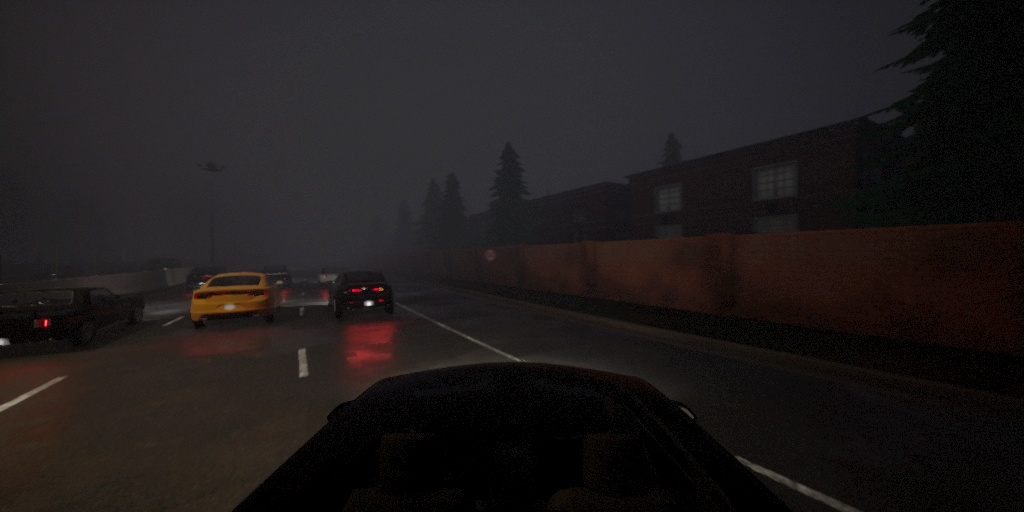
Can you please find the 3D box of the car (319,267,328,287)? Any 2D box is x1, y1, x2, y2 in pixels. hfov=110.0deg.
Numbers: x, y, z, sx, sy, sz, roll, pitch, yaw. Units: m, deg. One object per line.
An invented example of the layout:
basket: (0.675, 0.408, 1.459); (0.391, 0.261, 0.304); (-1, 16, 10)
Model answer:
car: (-12.596, 1.410, 25.388); (1.895, 1.301, 4.718); (-1, 0, -29)

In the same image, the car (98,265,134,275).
car: (-38.555, 1.564, 35.299); (1.994, 1.385, 4.181); (-1, 0, -29)

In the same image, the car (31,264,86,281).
car: (-41.055, 1.527, 32.610); (1.837, 1.490, 4.892); (-1, 1, -29)

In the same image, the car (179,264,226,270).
car: (-19.421, 1.374, 23.238); (1.837, 1.490, 4.892); (0, 1, -29)

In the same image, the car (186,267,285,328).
car: (-8.905, 1.282, 11.929); (1.882, 1.535, 5.008); (-1, -1, -30)

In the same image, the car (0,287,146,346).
car: (-11.282, 1.428, 9.041); (1.895, 1.301, 4.718); (-1, 0, -30)

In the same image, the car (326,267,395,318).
car: (-5.671, 1.277, 13.328); (1.837, 1.490, 4.892); (-1, -1, -30)

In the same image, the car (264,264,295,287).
car: (-16.350, 1.332, 24.919); (2.128, 1.511, 4.902); (-1, 0, -29)

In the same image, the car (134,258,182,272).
car: (-34.789, 1.190, 35.736); (2.150, 2.045, 5.566); (-1, 0, -30)
